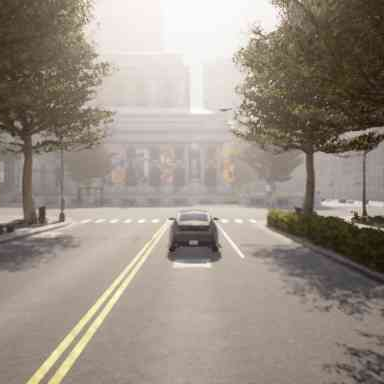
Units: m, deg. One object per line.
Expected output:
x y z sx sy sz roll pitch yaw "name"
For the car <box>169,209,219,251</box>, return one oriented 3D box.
0.073 1.498 14.040 1.837 1.490 4.892 0 1 0 "car"
